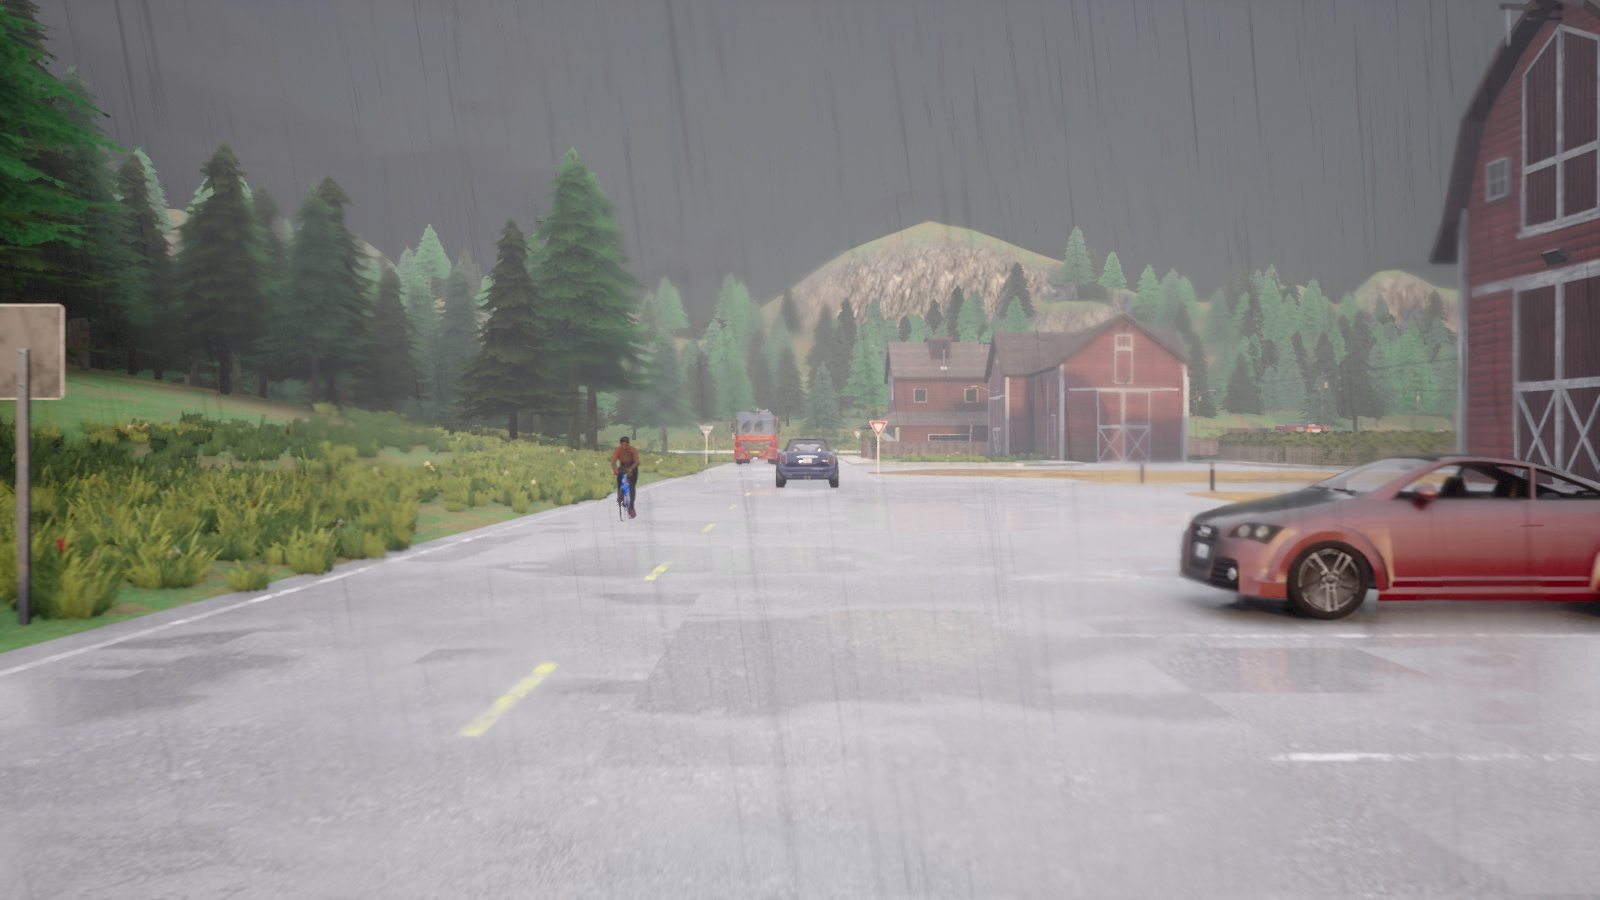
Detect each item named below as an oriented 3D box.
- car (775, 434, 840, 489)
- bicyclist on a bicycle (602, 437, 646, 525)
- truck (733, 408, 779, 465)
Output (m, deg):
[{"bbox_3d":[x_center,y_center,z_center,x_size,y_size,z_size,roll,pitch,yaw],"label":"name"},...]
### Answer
[{"bbox_3d":[0.259,0.362,43.077,2.097,1.767,4.553,0,0,1],"label":"car"},{"bbox_3d":[-3.348,0.561,23.988,0.582,1.620,1.656,0,1,0],"label":"bicyclist on a bicycle"},{"bbox_3d":[-2.983,-0.917,88.009,2.891,3.827,8.468,0,0,0],"label":"truck"}]
